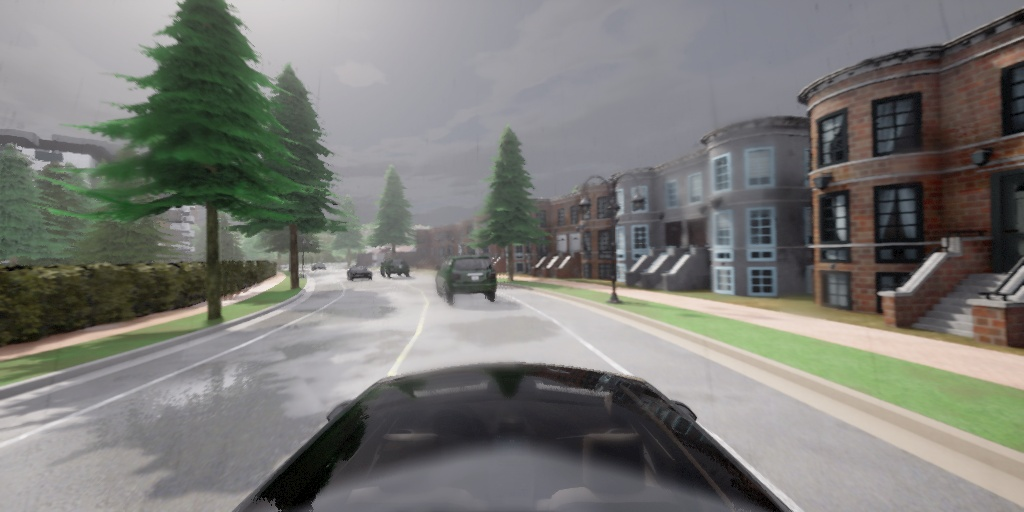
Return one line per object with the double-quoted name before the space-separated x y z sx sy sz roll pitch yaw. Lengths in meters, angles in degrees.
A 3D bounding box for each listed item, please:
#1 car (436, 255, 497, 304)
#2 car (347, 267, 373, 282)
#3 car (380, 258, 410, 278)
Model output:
"car" -2.318 1.004 17.107 2.150 2.045 5.566 -1 0 -18
"car" -14.358 1.649 33.786 1.895 1.301 4.718 -1 0 -29
"car" -12.344 1.214 37.747 2.150 2.045 5.566 -1 0 -30
